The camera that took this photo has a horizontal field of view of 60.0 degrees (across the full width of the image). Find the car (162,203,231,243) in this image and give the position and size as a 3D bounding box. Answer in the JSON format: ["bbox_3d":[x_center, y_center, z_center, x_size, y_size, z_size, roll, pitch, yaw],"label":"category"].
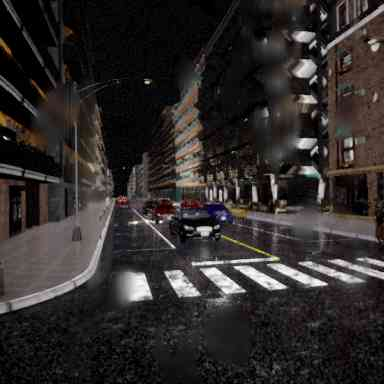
[{"bbox_3d":[0.022,1.566,16.822,2.128,1.511,4.902,-1,0,-13],"label":"car"}]

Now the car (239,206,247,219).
[{"bbox_3d":[3.230,1.597,28.911,1.752,1.417,4.829,-1,0,-13],"label":"car"}]

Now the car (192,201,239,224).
[{"bbox_3d":[1.576,1.604,24.477,1.812,1.442,4.674,-1,0,-13],"label":"car"}]

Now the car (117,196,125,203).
[{"bbox_3d":[-19.882,2.018,93.191,2.192,1.841,5.009,-1,0,-13],"label":"car"}]

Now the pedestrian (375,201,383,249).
[{"bbox_3d":[7.245,1.259,12.752,0.375,1.860,0.375,-1,0,-13],"label":"pedestrian"}]

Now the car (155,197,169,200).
[{"bbox_3d":[-4.069,1.788,49.344,1.812,1.442,4.674,-1,0,-12],"label":"car"}]

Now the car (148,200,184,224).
[{"bbox_3d":[-2.179,1.663,26.578,1.812,1.442,4.674,-1,0,-13],"label":"car"}]

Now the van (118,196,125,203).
[{"bbox_3d":[-18.634,1.991,87.670,1.690,1.788,3.998,-1,0,-13],"label":"van"}]

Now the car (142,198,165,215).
[{"bbox_3d":[-4.454,1.714,36.699,1.837,1.490,4.892,-1,0,-13],"label":"car"}]

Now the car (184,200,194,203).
[{"bbox_3d":[0.773,1.696,39.788,1.887,1.381,4.507,-1,0,-13],"label":"car"}]

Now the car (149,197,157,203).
[{"bbox_3d":[-10.453,2.128,89.495,1.802,1.307,4.206,-1,0,-13],"label":"car"}]

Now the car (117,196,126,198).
[{"bbox_3d":[-14.893,1.830,71.102,2.192,1.841,5.009,-1,0,-13],"label":"car"}]

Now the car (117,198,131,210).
[{"bbox_3d":[-9.899,1.923,49.007,1.802,1.307,4.206,-1,0,-13],"label":"car"}]

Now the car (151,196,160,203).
[{"bbox_3d":[-9.207,1.939,83.971,1.967,1.590,4.097,-1,0,-13],"label":"car"}]

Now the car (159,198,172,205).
[{"bbox_3d":[-5.463,1.918,67.404,2.008,1.369,4.403,-1,0,-13],"label":"car"}]
